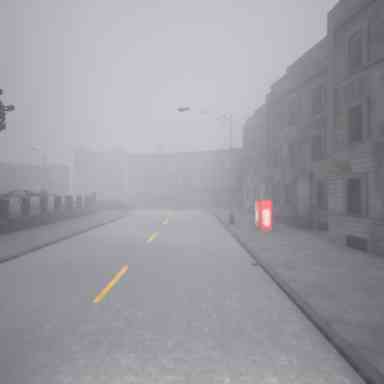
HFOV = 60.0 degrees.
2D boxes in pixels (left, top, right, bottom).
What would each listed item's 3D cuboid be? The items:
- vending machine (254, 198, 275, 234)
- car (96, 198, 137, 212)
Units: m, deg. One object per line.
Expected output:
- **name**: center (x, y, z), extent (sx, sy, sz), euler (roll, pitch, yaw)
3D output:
- **vending machine**: center (4.297, 1.420, 19.817), extent (1.100, 2.100, 0.880), euler (0, 0, 0)
- **car**: center (-8.807, 1.501, 38.435), extent (4.902, 1.511, 2.128), euler (0, 0, 11)
